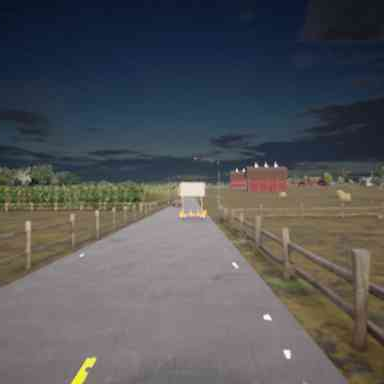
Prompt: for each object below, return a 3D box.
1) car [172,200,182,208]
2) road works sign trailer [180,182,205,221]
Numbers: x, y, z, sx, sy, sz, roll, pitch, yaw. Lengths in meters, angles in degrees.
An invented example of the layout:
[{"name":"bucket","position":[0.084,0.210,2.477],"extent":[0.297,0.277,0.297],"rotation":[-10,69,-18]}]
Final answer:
[{"name":"car","position":[-2.785,2.238,64.565],"extent":[1.882,1.535,5.008],"rotation":[0,-1,1]},{"name":"road works sign trailer","position":[0.034,0.817,31.076],"extent":[2.380,3.560,2.880],"rotation":[0,-1,-1]}]
